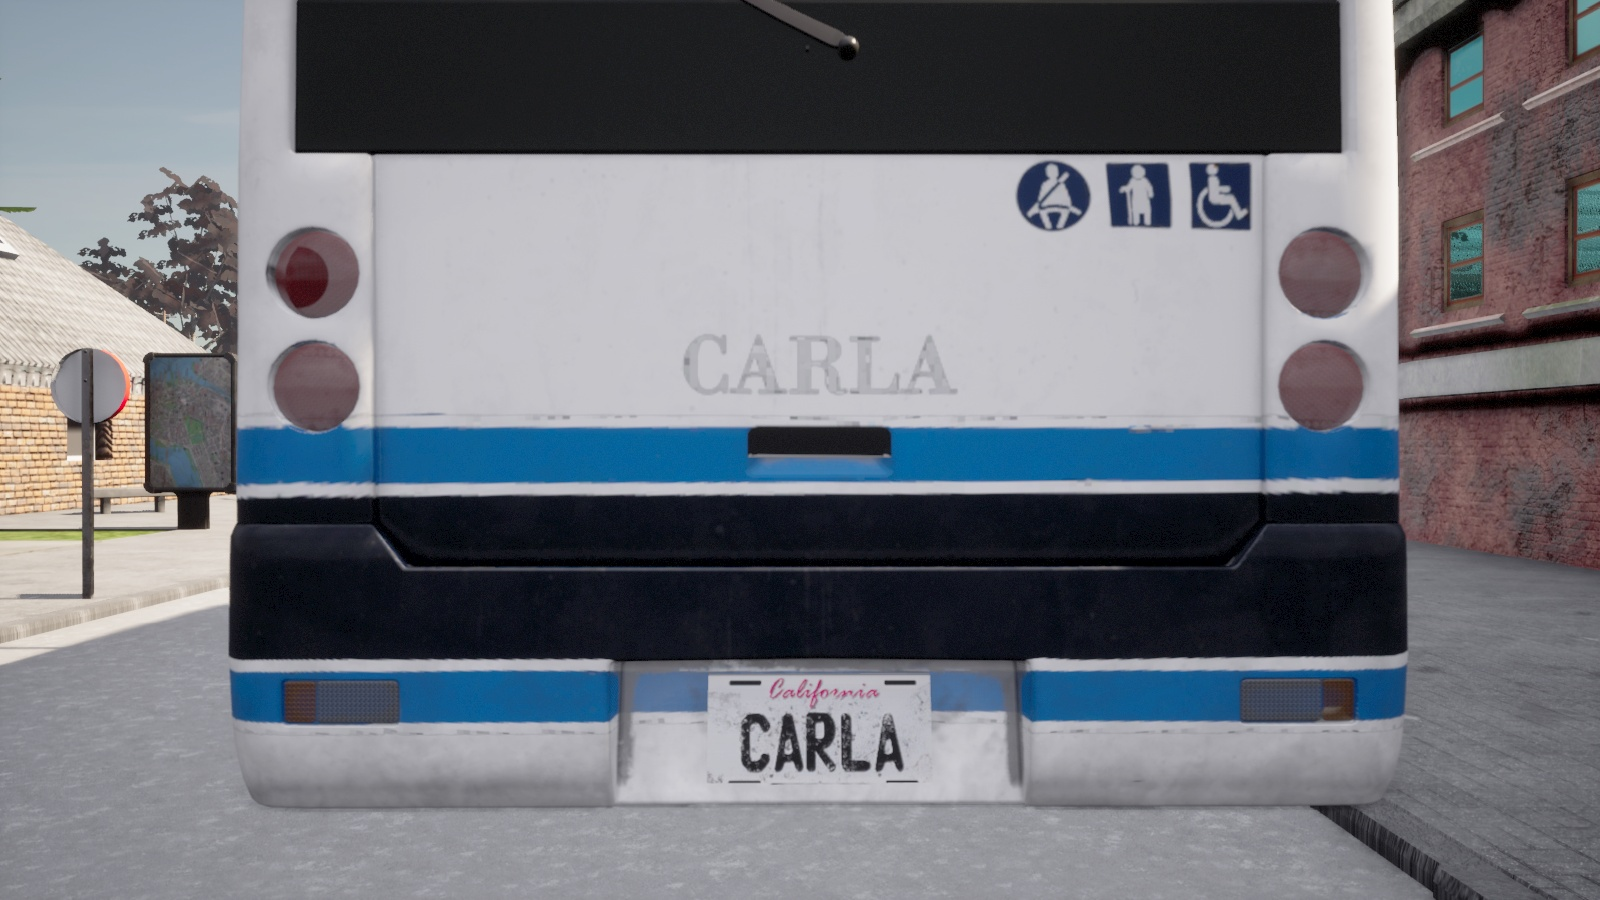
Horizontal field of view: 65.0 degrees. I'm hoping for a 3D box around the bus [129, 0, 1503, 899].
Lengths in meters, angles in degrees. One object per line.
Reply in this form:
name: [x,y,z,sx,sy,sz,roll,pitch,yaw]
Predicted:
bus: [0.025,-0.679,8.746,3.944,4.253,10.273,0,0,0]
